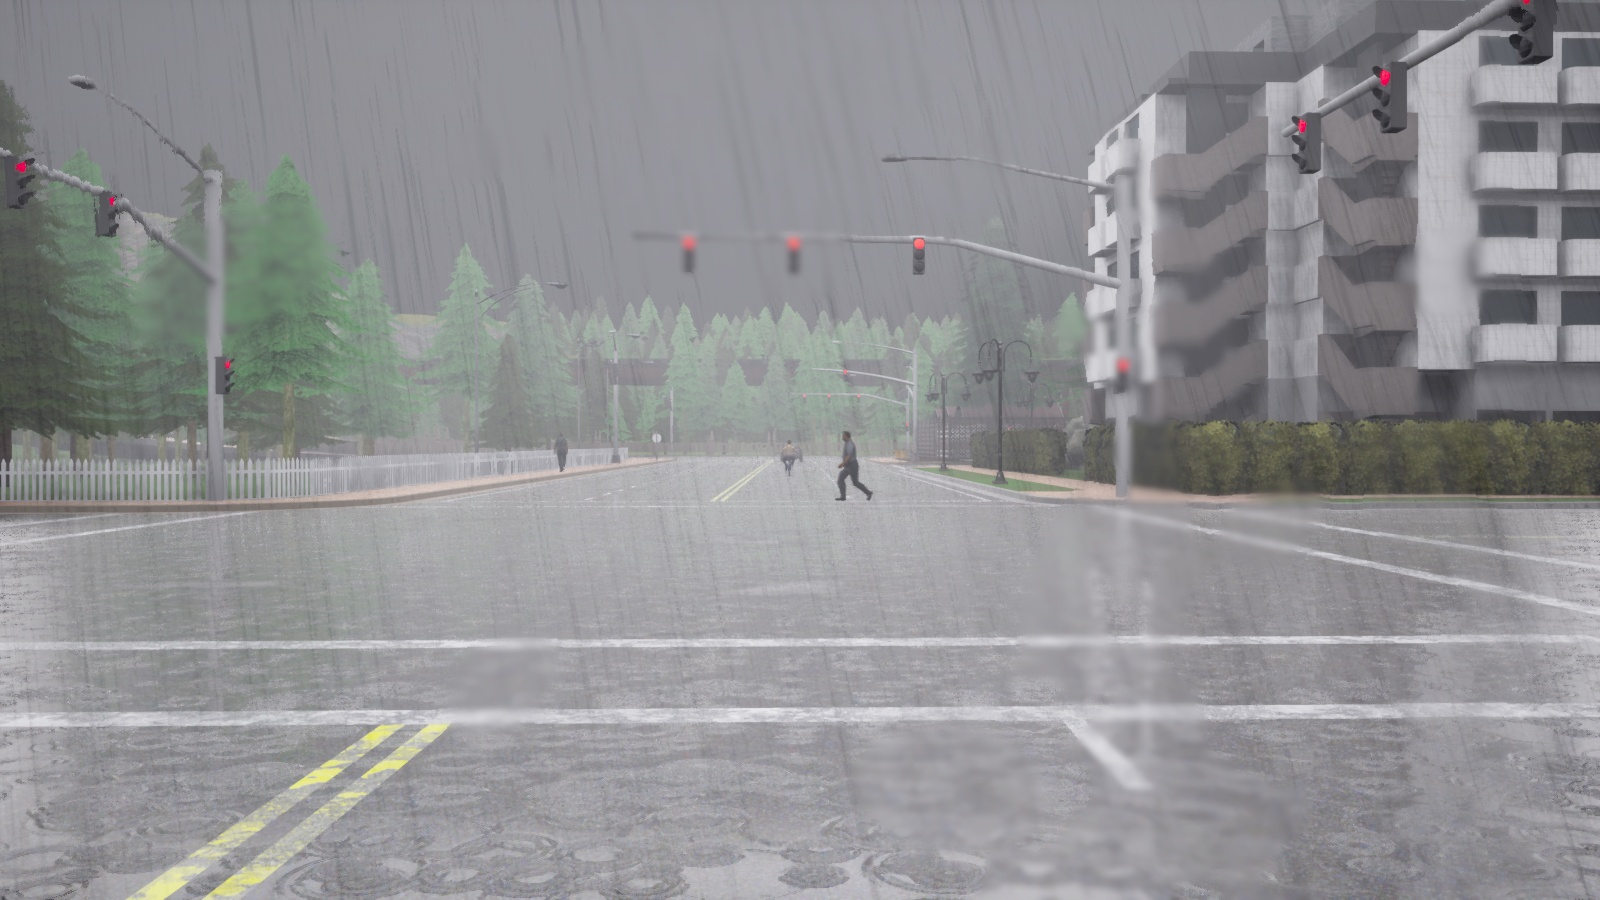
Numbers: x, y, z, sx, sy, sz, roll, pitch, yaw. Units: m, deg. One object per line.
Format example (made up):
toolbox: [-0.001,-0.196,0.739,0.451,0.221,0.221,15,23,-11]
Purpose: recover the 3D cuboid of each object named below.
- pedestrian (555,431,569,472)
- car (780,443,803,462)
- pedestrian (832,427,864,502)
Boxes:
pedestrian: [-11.015,0.068,58.066,0.540,1.848,0.694,0,0,-2]
car: [-0.661,0.199,99.395,1.816,1.474,4.193,0,0,0]
pedestrian: [1.199,0.359,31.374,0.694,1.848,0.540,0,0,-9]
